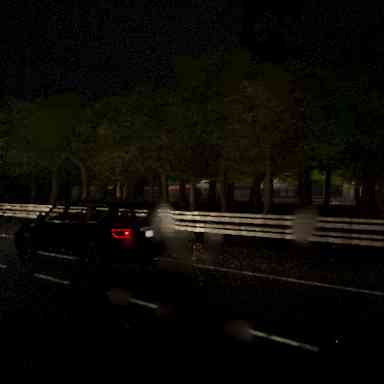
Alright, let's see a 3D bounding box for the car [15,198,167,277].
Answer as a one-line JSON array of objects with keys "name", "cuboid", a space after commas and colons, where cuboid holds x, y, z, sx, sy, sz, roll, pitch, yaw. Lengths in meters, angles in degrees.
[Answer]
[{"name": "car", "cuboid": [-3.332, 1.225, 10.550, 5.566, 2.045, 2.150, 0, 0, 36]}]
